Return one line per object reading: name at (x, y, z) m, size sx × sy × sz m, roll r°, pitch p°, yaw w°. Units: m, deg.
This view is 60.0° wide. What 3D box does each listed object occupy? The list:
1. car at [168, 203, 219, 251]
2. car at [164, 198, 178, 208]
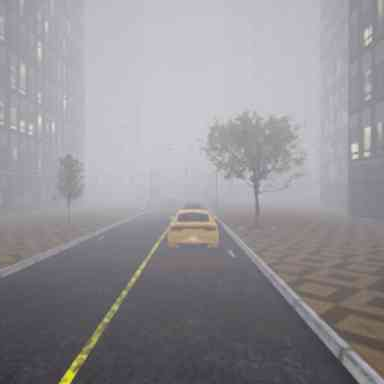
car at (0.066, 1.473, 14.105) m, size 1.882 × 1.535 × 5.008 m, roll 0°, pitch 0°, yaw 1°
car at (-2.983, 1.557, 48.927) m, size 2.033 × 1.411 × 5.357 m, roll 0°, pitch 0°, yaw 1°
